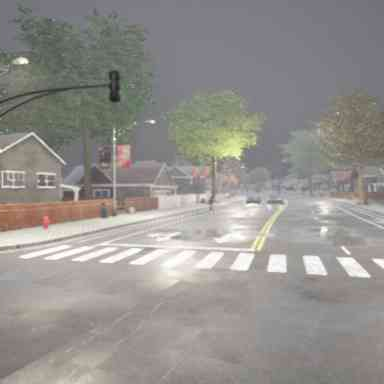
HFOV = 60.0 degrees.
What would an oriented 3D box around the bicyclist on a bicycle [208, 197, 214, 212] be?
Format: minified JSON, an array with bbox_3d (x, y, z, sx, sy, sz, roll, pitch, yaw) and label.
[{"bbox_3d":[1.945,1.286,34.011,0.582,1.620,1.656,0,1,15],"label":"bicyclist on a bicycle"}]

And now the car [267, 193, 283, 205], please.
[{"bbox_3d":[12.856,1.008,51.343,2.097,1.767,4.553,0,0,18],"label":"car"}]

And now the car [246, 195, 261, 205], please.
[{"bbox_3d":[9.744,1.240,52.276,1.994,1.385,4.181,0,0,18],"label":"car"}]
